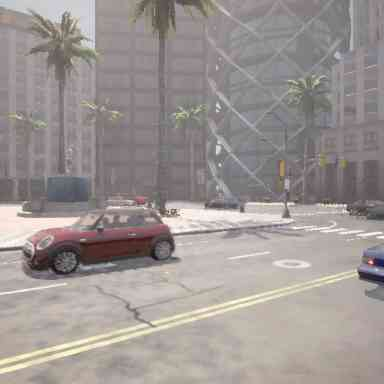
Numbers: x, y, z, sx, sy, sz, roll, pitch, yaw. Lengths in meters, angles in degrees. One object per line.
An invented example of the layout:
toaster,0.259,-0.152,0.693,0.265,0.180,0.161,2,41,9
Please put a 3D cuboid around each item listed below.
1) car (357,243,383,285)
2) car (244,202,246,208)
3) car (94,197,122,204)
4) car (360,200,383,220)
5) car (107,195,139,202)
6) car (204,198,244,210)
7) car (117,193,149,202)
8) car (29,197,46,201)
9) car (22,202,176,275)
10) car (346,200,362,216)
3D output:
car,6.233,1.547,8.220,5.357,1.411,2.033,0,0,-35
car,5.249,1.525,45.796,4.674,1.442,1.812,0,0,43
car,-15.741,1.601,62.499,4.718,1.301,1.895,0,0,4
car,15.927,1.564,26.061,1.994,1.385,4.181,0,0,-36
car,-11.034,1.526,51.130,4.674,1.442,1.812,0,0,12
car,3.828,1.601,42.377,1.895,1.301,4.718,0,0,-43
car,-9.856,1.219,54.491,5.566,2.045,2.150,0,0,13
car,-27.950,1.564,61.657,4.181,1.385,1.994,0,0,-10
car,-2.830,1.352,10.566,4.553,1.767,2.097,0,0,-35
car,16.838,1.491,30.801,2.128,1.511,4.902,0,0,-36
